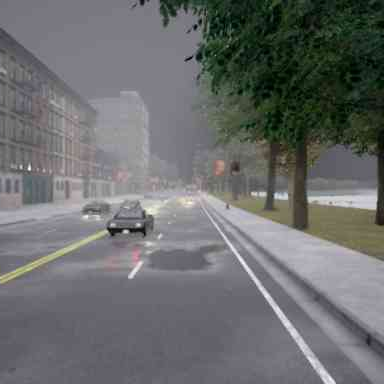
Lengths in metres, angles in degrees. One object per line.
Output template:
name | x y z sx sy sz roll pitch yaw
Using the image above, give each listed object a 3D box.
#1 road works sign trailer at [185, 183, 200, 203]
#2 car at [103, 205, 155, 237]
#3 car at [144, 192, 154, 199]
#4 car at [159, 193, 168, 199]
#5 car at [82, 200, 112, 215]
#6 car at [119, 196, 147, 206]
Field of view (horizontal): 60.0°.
road works sign trailer | -0.005 0.204 59.826 2.380 3.560 2.880 0 1 0
car | -3.152 1.603 18.074 1.895 1.301 4.718 0 0 0
car | -9.756 0.721 75.190 2.033 1.411 5.357 0 1 0
car | -6.506 0.941 76.632 1.895 1.301 4.718 0 1 0
car | -9.851 1.540 34.828 2.033 1.411 5.357 0 0 0
car | -6.596 1.481 35.905 2.128 1.511 4.902 0 0 0
